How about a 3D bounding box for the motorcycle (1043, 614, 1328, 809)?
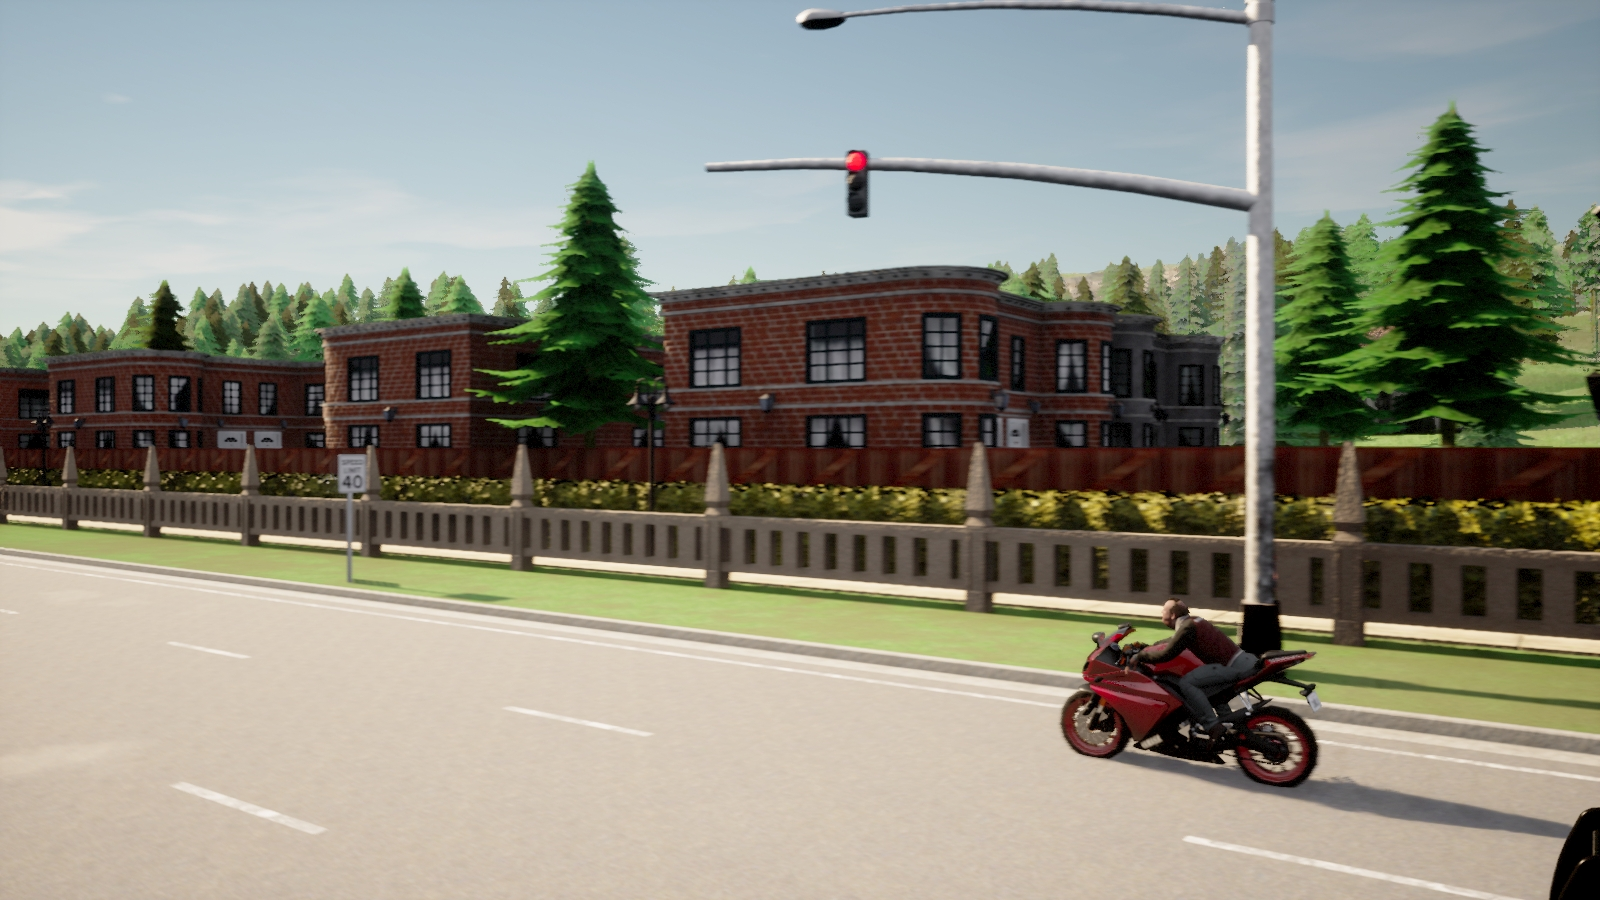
[{"bbox_3d":[3.335,2.205,9.995,2.209,1.251,0.867,0,0,35],"label":"motorcycle"}]
